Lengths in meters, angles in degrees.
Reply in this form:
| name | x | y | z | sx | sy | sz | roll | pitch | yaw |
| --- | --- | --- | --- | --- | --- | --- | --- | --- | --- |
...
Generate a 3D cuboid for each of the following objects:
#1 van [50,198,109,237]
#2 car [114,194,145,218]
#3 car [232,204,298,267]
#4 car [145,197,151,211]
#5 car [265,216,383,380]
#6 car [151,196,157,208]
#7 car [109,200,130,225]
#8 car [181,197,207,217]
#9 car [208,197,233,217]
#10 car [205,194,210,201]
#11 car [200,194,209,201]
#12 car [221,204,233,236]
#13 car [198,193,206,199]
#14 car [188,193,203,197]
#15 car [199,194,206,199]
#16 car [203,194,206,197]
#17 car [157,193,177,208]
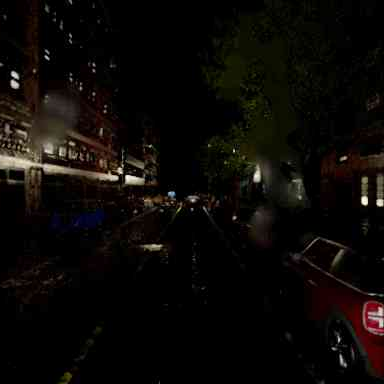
| name | x | y | z | sx | sy | sz | roll | pitch | yaw |
| --- | --- | --- | --- | --- | --- | --- | --- | --- | --- |
| van | -5.693 | 1.231 | 16.860 | 1.690 | 1.788 | 3.998 | 0 | 0 | 0 |
| car | -5.693 | 1.136 | 28.253 | 2.192 | 1.841 | 5.009 | 0 | 0 | 0 |
| car | 2.688 | 1.366 | 11.162 | 1.967 | 1.590 | 4.097 | 0 | 0 | 0 |
| car | -5.692 | 1.355 | 33.952 | 1.947 | 1.339 | 4.313 | 0 | 0 | 0 |
| car | 2.689 | 1.404 | 5.466 | 1.967 | 1.590 | 4.097 | 0 | 0 | 0 |
| car | -5.692 | 1.309 | 39.648 | 2.008 | 1.369 | 4.403 | 0 | 0 | 0 |
| car | -5.692 | 1.437 | 22.559 | 1.802 | 1.307 | 4.206 | 0 | 0 | 0 |
| car | 0.026 | 1.379 | 29.353 | 1.994 | 1.385 | 4.181 | 0 | 0 | 0 |
| car | 2.689 | 1.372 | 28.253 | 2.008 | 1.369 | 4.403 | 0 | 0 | 0 |
| car | 2.688 | 1.229 | 33.949 | 1.967 | 1.590 | 4.097 | 0 | 0 | 0 |
| car | 2.687 | 1.131 | 73.825 | 1.887 | 1.381 | 4.507 | 0 | 0 | 0 |
| car | 2.689 | 1.472 | 16.861 | 1.802 | 1.307 | 4.206 | 0 | 0 | 0 |
| car | 2.687 | 1.059 | 90.916 | 1.887 | 1.381 | 4.507 | 0 | 0 | 0 |
| car | 0.072 | 1.218 | 45.955 | 2.128 | 1.511 | 4.902 | 0 | 0 | 0 |
| car | 2.687 | 1.119 | 85.219 | 1.802 | 1.307 | 4.206 | 0 | 0 | 0 |
| car | 2.688 | 1.190 | 62.434 | 2.008 | 1.369 | 4.403 | 0 | 0 | 0 |
| car | -3.012 | 1.249 | 43.040 | 1.837 | 1.490 | 4.892 | 0 | 0 | 0 |
